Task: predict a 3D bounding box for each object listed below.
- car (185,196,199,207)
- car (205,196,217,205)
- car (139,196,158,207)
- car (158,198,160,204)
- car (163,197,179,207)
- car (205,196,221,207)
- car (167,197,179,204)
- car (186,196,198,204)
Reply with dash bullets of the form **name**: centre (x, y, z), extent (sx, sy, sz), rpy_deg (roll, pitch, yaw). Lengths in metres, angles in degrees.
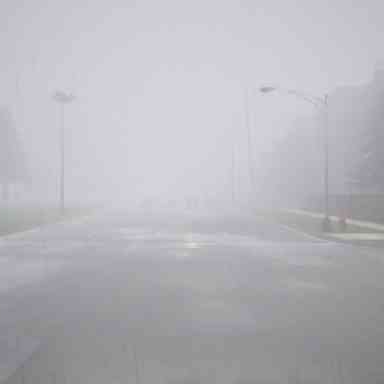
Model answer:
- **car**: centre (-0.006, 1.483, 51.690), extent (2.128, 1.511, 4.902), rpy_deg (0, 0, 0)
- **car**: centre (3.492, 1.537, 62.108), extent (2.033, 1.411, 5.357), rpy_deg (0, 0, 0)
- **car**: centre (-7.006, 1.593, 52.135), extent (1.895, 1.301, 4.718), rpy_deg (0, 0, 0)
- **car**: centre (-7.008, 1.538, 62.106), extent (2.033, 1.411, 5.357), rpy_deg (0, 0, 0)
- **car**: centre (-3.506, 1.518, 52.106), extent (1.812, 1.442, 4.674), rpy_deg (0, 0, 0)
- **car**: centre (3.494, 1.556, 52.107), extent (1.994, 1.385, 4.181), rpy_deg (0, 0, 0)
- **car**: centre (-3.508, 1.591, 62.137), extent (1.895, 1.301, 4.718), rpy_deg (0, 0, 0)
- **car**: centre (-0.008, 1.482, 62.107), extent (2.128, 1.511, 4.902), rpy_deg (0, 0, 0)
